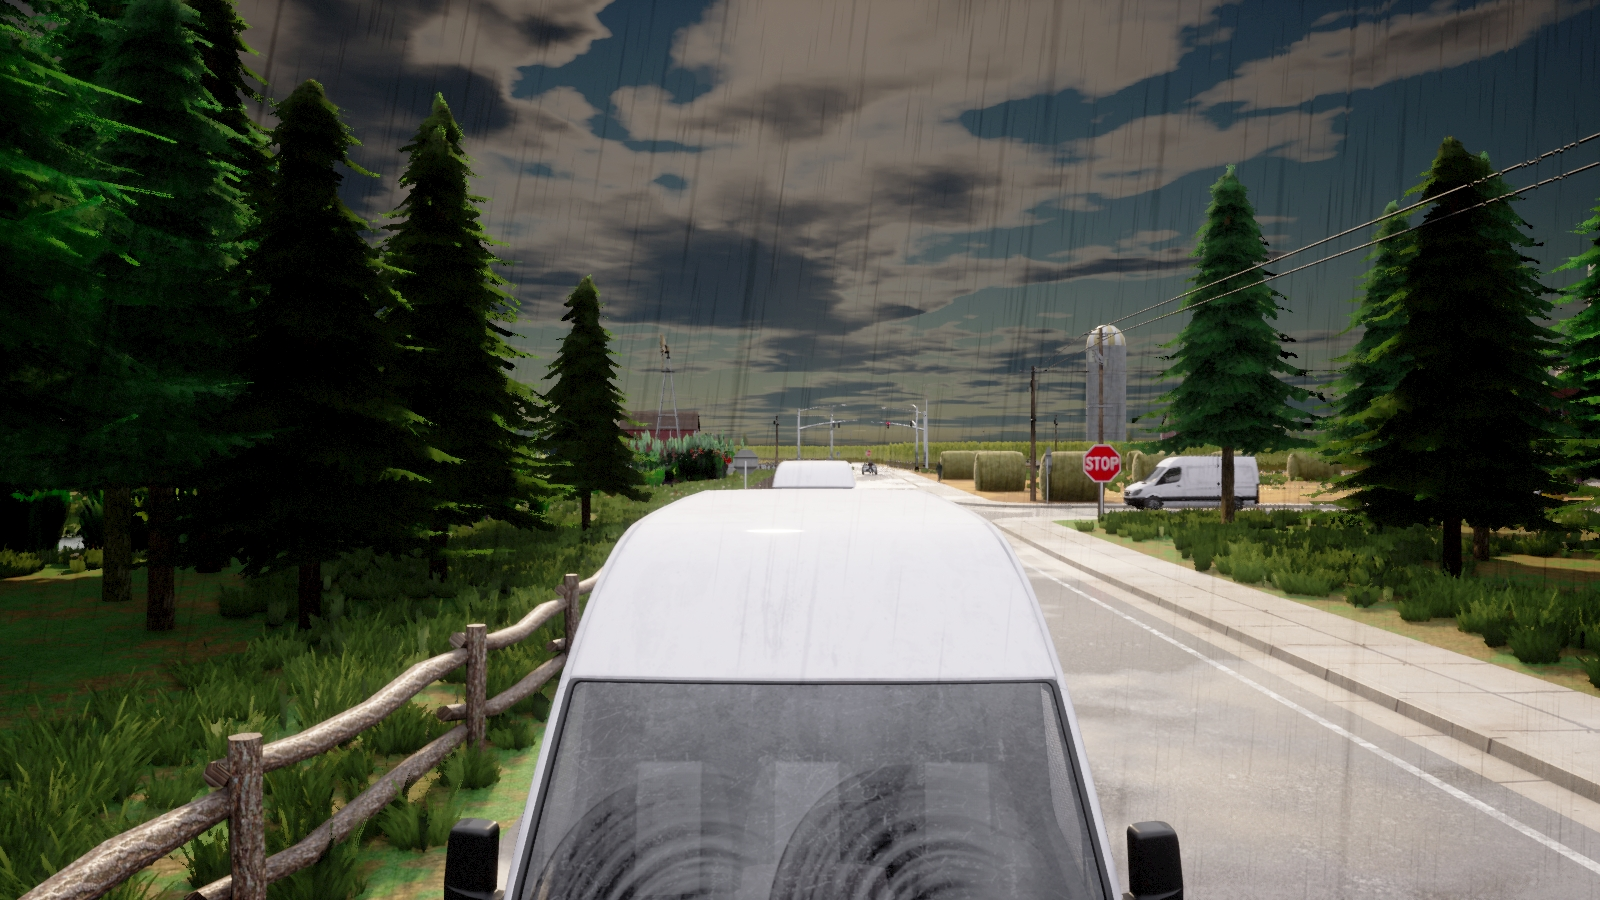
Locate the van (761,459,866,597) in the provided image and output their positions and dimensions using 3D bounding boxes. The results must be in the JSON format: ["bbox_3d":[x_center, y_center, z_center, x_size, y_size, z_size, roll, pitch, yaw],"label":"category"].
[{"bbox_3d":[0.312,1.501,24.686,1.988,2.561,5.915,0,0,1],"label":"van"}]

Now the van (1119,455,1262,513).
[{"bbox_3d":[17.900,1.534,52.557,5.915,2.561,1.988,0,0,0],"label":"van"}]

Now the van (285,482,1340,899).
[{"bbox_3d":[0.056,1.508,5.110,1.988,2.561,5.915,0,0,1],"label":"van"}]
